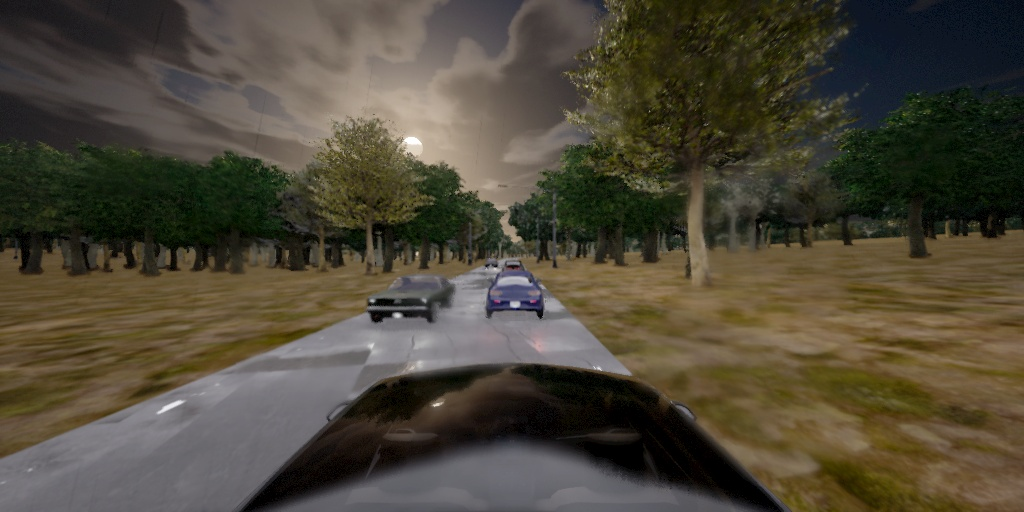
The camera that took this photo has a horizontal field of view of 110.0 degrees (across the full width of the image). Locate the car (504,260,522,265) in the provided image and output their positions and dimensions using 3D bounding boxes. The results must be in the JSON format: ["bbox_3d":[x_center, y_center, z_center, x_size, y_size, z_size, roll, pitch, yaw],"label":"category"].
[{"bbox_3d":[0.101,1.109,30.071,1.837,1.490,4.892,0,0,0],"label":"car"}]

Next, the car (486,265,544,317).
[{"bbox_3d":[0.095,1.218,12.678,1.812,1.442,4.674,0,0,0],"label":"car"}]

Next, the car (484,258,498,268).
[{"bbox_3d":[-3.051,1.057,54.030,2.033,1.411,5.357,0,0,1],"label":"car"}]

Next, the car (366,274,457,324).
[{"bbox_3d":[-3.099,1.297,11.941,1.895,1.301,4.718,0,0,0],"label":"car"}]
